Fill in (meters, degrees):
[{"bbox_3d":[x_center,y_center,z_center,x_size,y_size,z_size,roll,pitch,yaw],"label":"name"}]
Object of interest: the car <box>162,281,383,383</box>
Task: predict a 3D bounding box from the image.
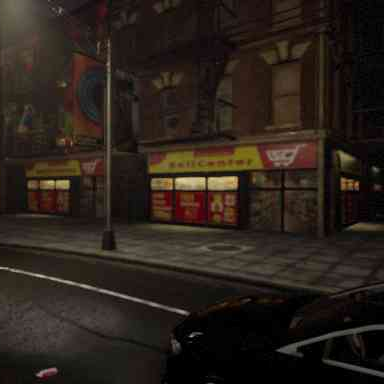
[{"bbox_3d":[1.954,1.492,2.599,4.902,1.511,2.128,0,0,35],"label":"car"}]
